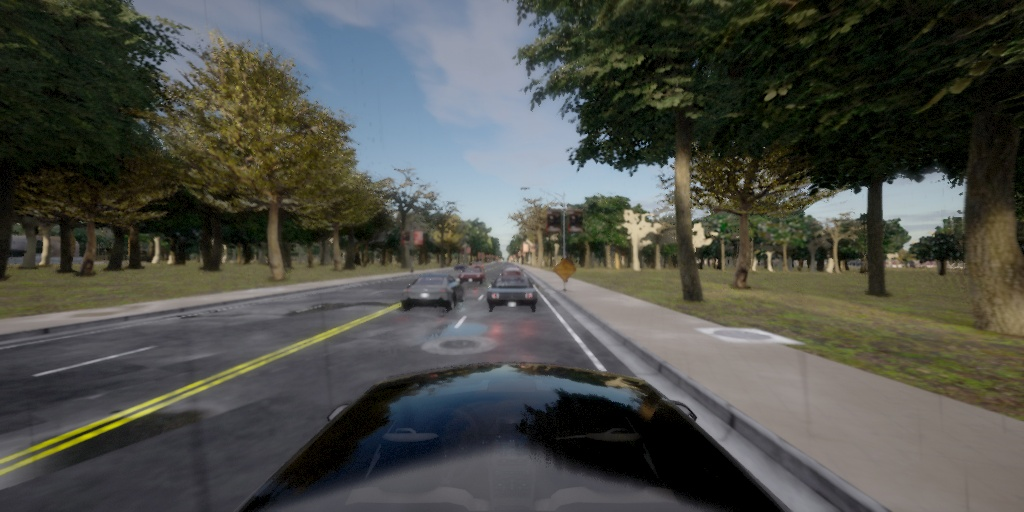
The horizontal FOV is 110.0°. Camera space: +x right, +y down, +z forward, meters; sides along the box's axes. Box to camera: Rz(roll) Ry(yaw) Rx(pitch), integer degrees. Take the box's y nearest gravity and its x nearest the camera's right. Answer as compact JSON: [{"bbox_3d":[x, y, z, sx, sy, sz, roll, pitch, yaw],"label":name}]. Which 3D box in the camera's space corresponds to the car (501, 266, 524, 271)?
[{"bbox_3d":[0.036,1.547,30.776,1.812,1.442,4.674,0,0,0],"label":"car"}]

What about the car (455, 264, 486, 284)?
[{"bbox_3d":[-3.219,1.616,30.125,1.895,1.301,4.718,0,-1,0],"label":"car"}]

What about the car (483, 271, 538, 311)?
[{"bbox_3d":[0.024,1.476,15.110,1.895,1.301,4.718,0,0,0],"label":"car"}]

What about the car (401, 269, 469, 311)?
[{"bbox_3d":[-3.221,1.441,15.311,1.994,1.385,4.181,0,0,0],"label":"car"}]

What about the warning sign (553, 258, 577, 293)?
[{"bbox_3d":[2.857,1.028,19.402,1.300,1.860,1.060,0,0,0],"label":"warning sign"}]
